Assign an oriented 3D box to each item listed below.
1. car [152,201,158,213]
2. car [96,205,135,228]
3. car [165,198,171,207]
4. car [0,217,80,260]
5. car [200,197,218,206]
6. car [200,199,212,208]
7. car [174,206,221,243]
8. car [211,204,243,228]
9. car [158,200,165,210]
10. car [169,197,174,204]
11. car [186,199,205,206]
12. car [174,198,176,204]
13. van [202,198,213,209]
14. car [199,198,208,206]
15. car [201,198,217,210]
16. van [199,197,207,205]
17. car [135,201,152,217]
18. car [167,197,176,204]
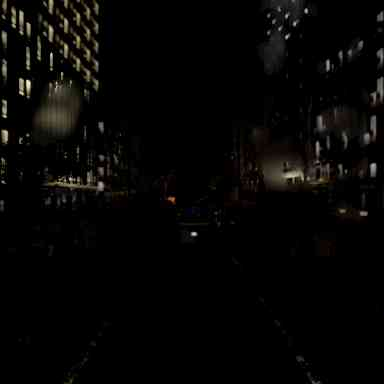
[{"bbox_3d":[-5.720,1.887,41.287,1.967,1.590,4.097,-1,-1,0],"label":"car"},{"bbox_3d":[-5.710,1.814,24.236,2.008,1.369,4.403,-1,-1,0],"label":"car"},{"bbox_3d":[-5.731,2.255,64.019,1.947,1.339,4.313,-1,-1,0],"label":"car"},{"bbox_3d":[-5.705,1.692,12.869,2.008,1.369,4.403,-1,-1,0],"label":"car"},{"bbox_3d":[2.656,1.822,46.976,2.192,1.841,5.009,-1,-1,0],"label":"car"},{"bbox_3d":[2.648,2.129,64.025,1.967,1.590,4.097,-1,-1,0],"label":"car"},{"bbox_3d":[0.091,1.679,17.229,2.128,1.511,4.902,0,-1,0],"label":"car"},{"bbox_3d":[2.670,1.814,24.240,2.008,1.369,4.403,-1,-1,0],"label":"car"},{"bbox_3d":[-5.725,2.092,52.483,1.752,1.417,4.829,-1,-1,0],"label":"car"},{"bbox_3d":[-5.737,2.361,75.386,2.008,1.369,4.403,-1,-1,0],"label":"car"},{"bbox_3d":[0.083,1.859,35.291,1.882,1.535,5.008,0,-1,0],"label":"car"},{"bbox_3d":[-5.744,2.370,86.754,1.967,1.590,4.097,-1,-1,0],"label":"car"},{"bbox_3d":[2.650,1.970,58.343,1.690,1.788,3.998,-1,-1,0],"label":"van"},{"bbox_3d":[2.642,2.250,75.392,1.967,1.590,4.097,-1,-1,0],"label":"car"},{"bbox_3d":[2.653,1.883,52.660,2.192,1.841,5.009,-1,-1,0],"label":"car"},{"bbox_3d":[2.638,2.211,81.075,1.690,1.788,3.998,-1,-1,0],"label":"van"},{"bbox_3d":[-5.716,1.967,35.602,1.802,1.307,4.206,-1,-1,0],"label":"car"},{"bbox_3d":[-5.748,2.304,92.438,2.192,1.841,5.009,-1,-1,0],"label":"car"}]
